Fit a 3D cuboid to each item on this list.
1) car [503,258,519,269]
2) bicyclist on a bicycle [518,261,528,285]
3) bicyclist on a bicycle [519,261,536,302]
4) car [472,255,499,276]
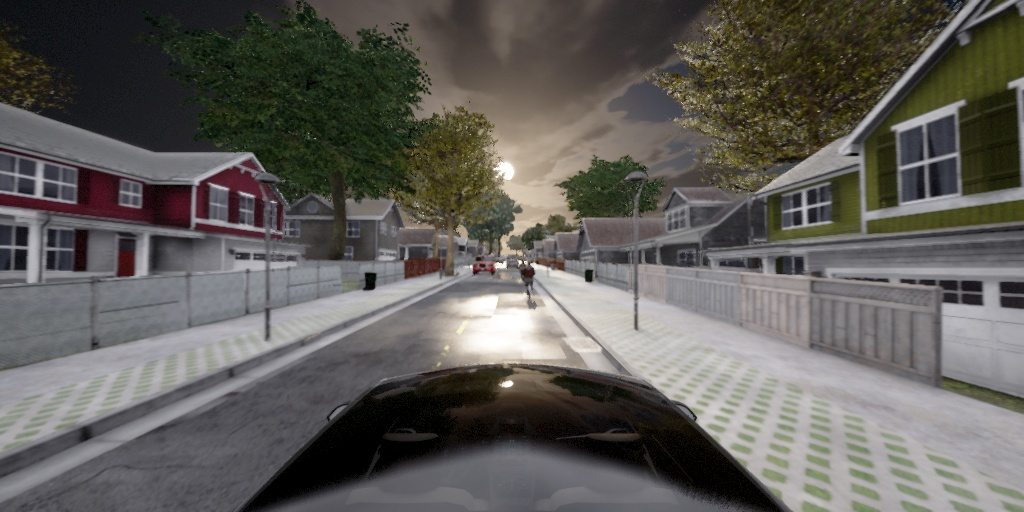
[{"bbox_3d":[0.067,1.183,55.721,2.128,1.511,4.902,0,0,0],"label":"car"},{"bbox_3d":[0.756,1.160,25.018,0.582,1.620,1.656,0,0,0],"label":"bicyclist on a bicycle"},{"bbox_3d":[0.757,1.091,15.841,0.659,1.776,1.843,0,0,0],"label":"bicyclist on a bicycle"},{"bbox_3d":[-2.849,0.917,37.535,2.150,2.045,5.566,0,0,0],"label":"car"}]
